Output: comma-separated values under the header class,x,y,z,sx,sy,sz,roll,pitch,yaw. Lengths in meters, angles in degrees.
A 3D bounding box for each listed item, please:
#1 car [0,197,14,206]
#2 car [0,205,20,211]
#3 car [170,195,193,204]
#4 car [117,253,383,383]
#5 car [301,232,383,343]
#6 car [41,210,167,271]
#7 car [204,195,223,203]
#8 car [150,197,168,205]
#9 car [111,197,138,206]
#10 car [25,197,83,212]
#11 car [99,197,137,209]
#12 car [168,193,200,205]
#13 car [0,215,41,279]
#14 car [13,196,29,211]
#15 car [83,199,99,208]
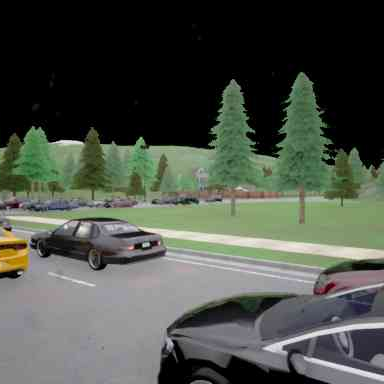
class,x,y,z,sx,sy,sz,roll,pitch,yaw
car,-22.006,1.352,41.806,2.097,1.767,4.553,0,0,39
car,-11.264,1.547,17.140,5.357,1.411,2.033,0,0,38
car,-2.041,1.477,66.792,1.882,1.535,5.008,0,0,39
car,1.861,1.492,2.583,4.902,1.511,2.128,0,0,38
car,4.143,1.564,5.234,4.181,1.385,1.994,0,0,38
car,-3.282,1.547,10.993,5.357,1.411,2.033,0,0,38
car,4.542,1.391,69.383,2.097,1.767,4.553,0,0,39
car,-5.184,1.564,57.311,1.994,1.385,4.181,0,0,38
car,-11.166,1.564,55.413,1.994,1.385,4.181,0,0,39
car,-15.788,1.547,38.377,2.033,1.411,5.357,0,0,38
car,-10.036,1.564,45.606,1.994,1.385,4.181,0,0,39
car,-0.990,1.223,56.960,2.150,2.045,5.566,0,0,39
car,-6.292,1.478,8.901,5.008,1.535,1.882,0,0,38
car,-18.476,1.491,40.621,2.128,1.511,4.902,0,0,39
car,-12.707,1.601,47.868,1.895,1.301,4.718,0,0,39
